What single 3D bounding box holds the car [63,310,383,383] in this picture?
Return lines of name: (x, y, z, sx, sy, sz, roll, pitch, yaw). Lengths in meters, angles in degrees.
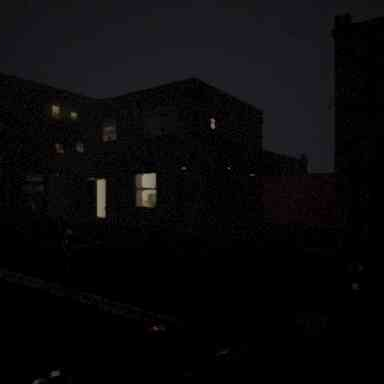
car: (0.796, 1.578, 2.311, 4.206, 1.307, 1.802, 0, 0, 36)
